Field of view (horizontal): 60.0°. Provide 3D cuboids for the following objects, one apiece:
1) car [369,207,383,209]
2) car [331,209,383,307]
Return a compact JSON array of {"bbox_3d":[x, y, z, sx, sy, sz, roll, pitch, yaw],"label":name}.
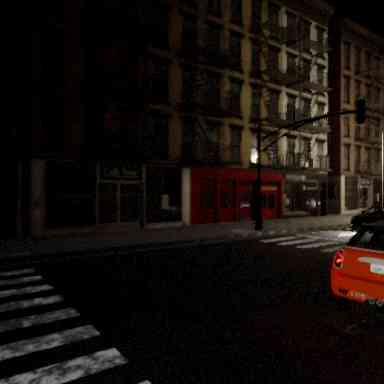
[{"bbox_3d":[11.149,1.572,19.623,4.181,1.385,1.994,0,0,-36],"label":"car"},{"bbox_3d":[4.976,1.353,6.993,4.553,1.767,2.097,0,0,-36],"label":"car"}]
